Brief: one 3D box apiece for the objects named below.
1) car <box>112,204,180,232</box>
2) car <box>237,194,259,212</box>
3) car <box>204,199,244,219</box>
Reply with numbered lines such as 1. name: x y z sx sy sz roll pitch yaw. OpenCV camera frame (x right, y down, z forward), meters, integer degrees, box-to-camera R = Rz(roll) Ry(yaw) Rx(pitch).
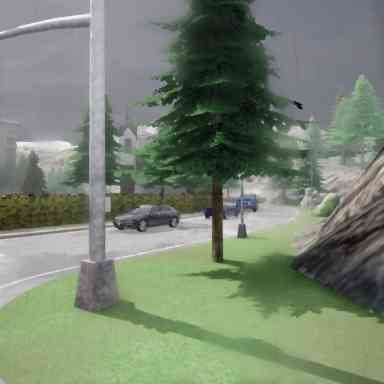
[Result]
1. car: -2.655 1.505 20.337 1.837 1.490 4.892 0 0 35
2. car: 6.522 1.221 38.802 2.150 2.045 5.566 0 0 16
3. car: 2.723 1.601 29.124 1.895 1.301 4.718 0 0 26
